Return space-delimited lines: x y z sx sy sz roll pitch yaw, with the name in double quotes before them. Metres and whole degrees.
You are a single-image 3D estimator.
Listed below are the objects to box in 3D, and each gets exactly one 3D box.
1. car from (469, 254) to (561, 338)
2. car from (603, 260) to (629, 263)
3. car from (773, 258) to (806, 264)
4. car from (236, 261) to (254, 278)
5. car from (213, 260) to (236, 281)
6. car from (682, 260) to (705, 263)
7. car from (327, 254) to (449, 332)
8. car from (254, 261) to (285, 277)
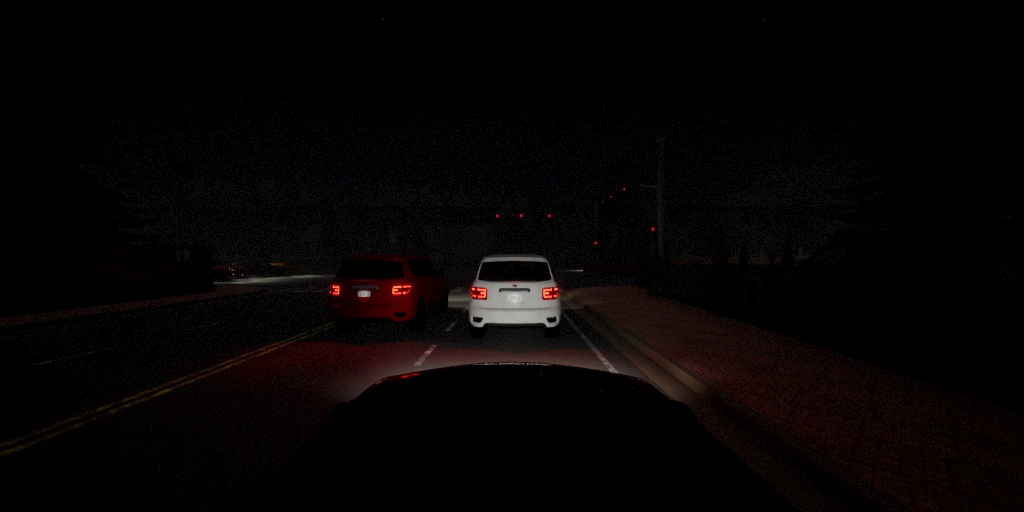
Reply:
"car" 0.081 0.971 10.312 2.150 2.045 5.566 0 0 1
"car" 13.595 1.254 49.047 4.892 1.490 1.837 0 0 0
"car" 38.032 1.100 48.928 4.892 1.490 1.837 -4 0 0
"car" -26.010 1.101 31.624 4.553 1.767 2.097 0 0 0
"car" -25.071 1.227 28.115 5.008 1.535 1.882 0 0 0
"car" 24.497 1.296 48.977 5.357 1.411 2.033 0 0 0
"car" -3.418 0.971 10.994 2.150 2.045 5.566 0 0 0
"car" -24.948 1.227 35.114 5.008 1.535 1.882 0 0 0
